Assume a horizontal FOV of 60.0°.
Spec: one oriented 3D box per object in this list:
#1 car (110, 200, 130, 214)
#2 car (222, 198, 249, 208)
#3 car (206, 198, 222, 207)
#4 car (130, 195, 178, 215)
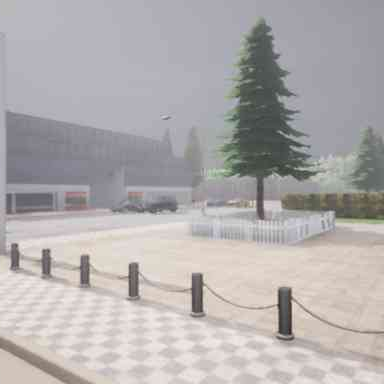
[{"bbox_3d":[-7.255,1.673,38.478,1.837,1.490,4.892,0,0,36],"label":"car"},{"bbox_3d":[7.263,1.660,52.574,1.882,1.535,5.008,0,0,36],"label":"car"},{"bbox_3d":[4.418,1.736,54.612,2.033,1.411,5.357,0,0,36],"label":"car"},{"bbox_3d":[-3.867,1.368,37.203,2.150,2.045,5.566,0,0,36],"label":"car"}]
